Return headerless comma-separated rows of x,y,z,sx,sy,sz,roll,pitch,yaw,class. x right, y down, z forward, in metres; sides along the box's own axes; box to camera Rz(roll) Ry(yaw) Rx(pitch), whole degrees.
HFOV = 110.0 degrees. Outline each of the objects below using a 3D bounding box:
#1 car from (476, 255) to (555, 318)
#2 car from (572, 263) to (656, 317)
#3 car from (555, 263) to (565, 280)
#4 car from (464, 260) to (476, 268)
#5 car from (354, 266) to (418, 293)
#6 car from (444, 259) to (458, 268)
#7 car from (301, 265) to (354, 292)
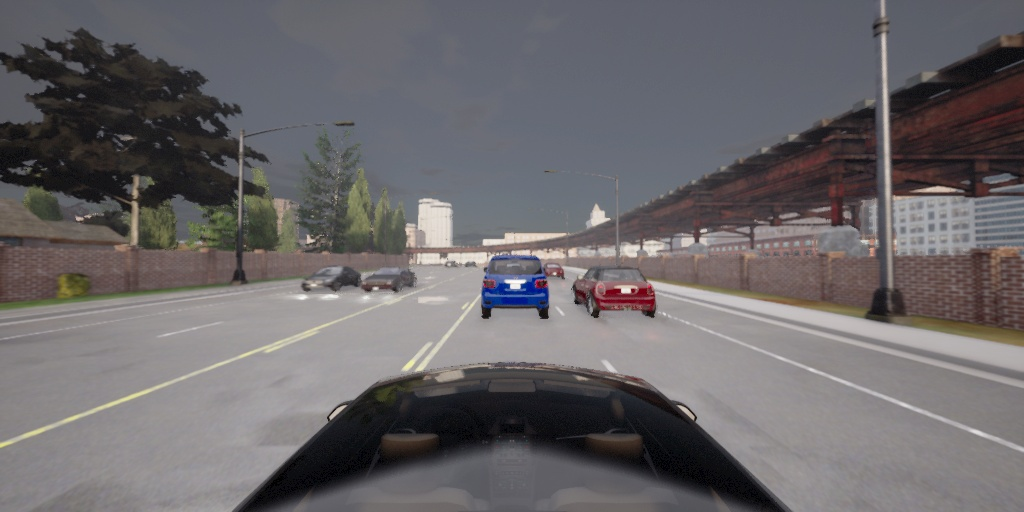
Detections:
0.099,0.988,13.176,2.150,2.045,5.566,0,0,0,car
3.600,1.120,13.439,2.097,1.767,4.553,0,0,0,car
3.598,1.321,32.427,1.812,1.442,4.674,0,0,0,car
-7.203,1.397,62.891,1.994,1.385,4.181,0,0,-1,car
-7.101,1.326,21.347,2.033,1.411,5.357,0,0,0,car
-10.716,1.322,63.190,2.128,1.511,4.902,0,0,-2,car
-10.601,1.304,21.494,1.812,1.442,4.674,0,0,0,car
